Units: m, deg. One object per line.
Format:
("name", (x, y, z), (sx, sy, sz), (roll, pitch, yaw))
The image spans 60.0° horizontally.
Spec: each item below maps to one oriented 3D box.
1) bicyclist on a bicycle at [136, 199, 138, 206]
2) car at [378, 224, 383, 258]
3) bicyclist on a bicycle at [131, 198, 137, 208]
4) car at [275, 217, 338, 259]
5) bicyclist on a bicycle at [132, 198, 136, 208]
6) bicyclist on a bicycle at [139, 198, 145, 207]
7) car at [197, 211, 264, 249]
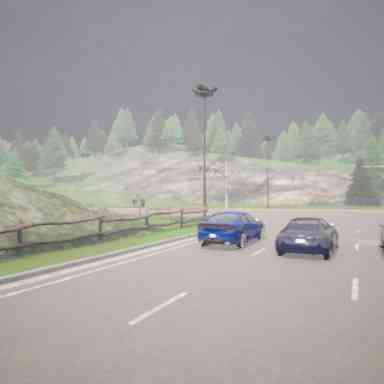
("bicyclist on a bicycle", (-8.716, 1.936, 57.116), (0.582, 1.620, 1.656), (0, 0, 6))
("car", (8.074, 1.654, 12.337), (1.812, 1.442, 4.674), (0, 0, 27))
("bicyclist on a bicycle", (-10.045, 1.939, 57.252), (0.582, 1.620, 1.656), (0, 0, 6))
("car", (4.726, 1.709, 13.480), (1.994, 1.385, 4.181), (0, -1, 27))
("bicyclist on a bicycle", (-9.602, 1.938, 57.208), (0.582, 1.620, 1.656), (0, 0, 6))
("bicyclist on a bicycle", (-8.273, 1.935, 57.068), (0.582, 1.620, 1.656), (0, 0, 6))
("car", (1.983, 1.649, 15.799), (1.882, 1.535, 5.008), (0, 0, 27))
